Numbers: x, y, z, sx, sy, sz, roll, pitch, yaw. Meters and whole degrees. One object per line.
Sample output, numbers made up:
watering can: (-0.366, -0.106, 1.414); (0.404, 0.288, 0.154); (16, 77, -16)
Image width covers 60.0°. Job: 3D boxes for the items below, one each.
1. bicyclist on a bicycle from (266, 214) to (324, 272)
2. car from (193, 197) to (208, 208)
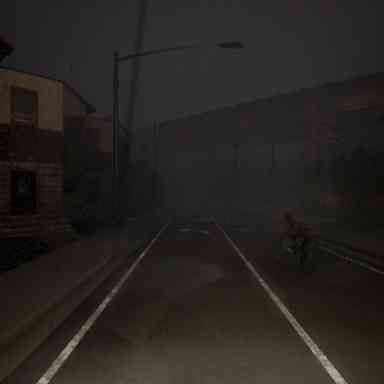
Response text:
bicyclist on a bicycle: (2.910, 1.450, 9.419); (1.656, 1.620, 0.582); (-2, 0, 0)
car: (1.271, 1.476, 47.791); (1.882, 1.535, 5.008); (0, 0, 7)
